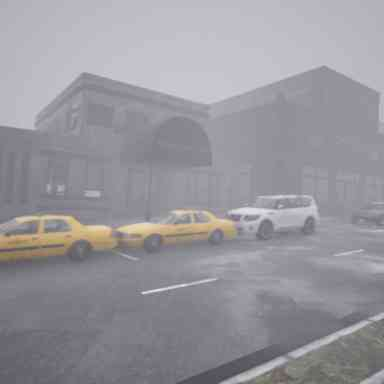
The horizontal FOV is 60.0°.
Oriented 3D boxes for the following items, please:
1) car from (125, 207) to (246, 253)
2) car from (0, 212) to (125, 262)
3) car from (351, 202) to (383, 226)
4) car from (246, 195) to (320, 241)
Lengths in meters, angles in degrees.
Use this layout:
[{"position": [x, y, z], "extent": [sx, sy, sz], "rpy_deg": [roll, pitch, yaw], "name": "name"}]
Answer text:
[{"position": [-0.557, 1.417, 13.504], "extent": [5.366, 1.575, 1.946], "rpy_deg": [0, 0, -36], "name": "car"}, {"position": [-5.047, 1.406, 10.285], "extent": [5.366, 1.575, 1.946], "rpy_deg": [0, 0, -36], "name": "car"}, {"position": [13.141, 1.480, 23.326], "extent": [4.792, 1.488, 2.163], "rpy_deg": [0, 0, -36], "name": "car"}, {"position": [4.167, 1.179, 16.886], "extent": [5.566, 2.045, 2.435], "rpy_deg": [0, 0, -36], "name": "car"}]
